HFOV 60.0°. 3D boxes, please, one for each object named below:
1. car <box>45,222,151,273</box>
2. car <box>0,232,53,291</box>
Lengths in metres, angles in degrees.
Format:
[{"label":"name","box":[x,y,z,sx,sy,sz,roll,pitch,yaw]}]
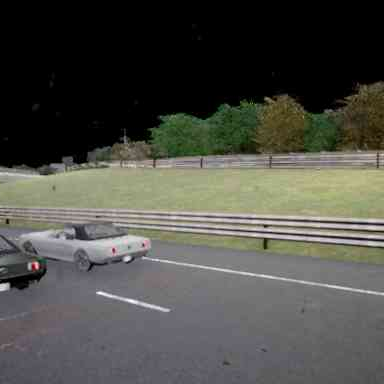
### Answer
[{"label":"car","box":[-3.682,1.652,10.909,4.718,1.301,1.895,0,0,35]},{"label":"car","box":[-5.620,1.652,7.991,4.718,1.301,1.895,0,0,35]}]
